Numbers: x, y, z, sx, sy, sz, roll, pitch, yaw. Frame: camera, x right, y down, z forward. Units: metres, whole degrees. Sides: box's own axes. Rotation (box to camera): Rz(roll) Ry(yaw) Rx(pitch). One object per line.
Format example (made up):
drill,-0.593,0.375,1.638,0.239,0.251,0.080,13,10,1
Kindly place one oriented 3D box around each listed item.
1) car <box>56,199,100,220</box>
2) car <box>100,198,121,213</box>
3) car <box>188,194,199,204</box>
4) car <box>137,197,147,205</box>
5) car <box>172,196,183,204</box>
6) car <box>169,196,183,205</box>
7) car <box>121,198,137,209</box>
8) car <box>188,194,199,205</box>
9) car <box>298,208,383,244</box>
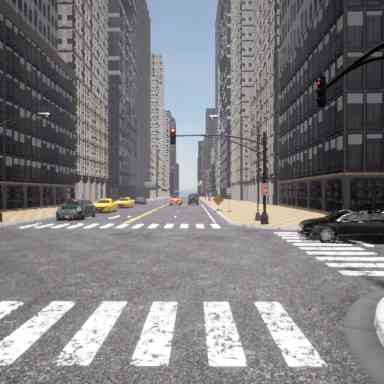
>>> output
car,-9.766,1.374,28.275,2.097,1.767,4.553,0,0,0
car,-9.741,1.516,37.462,1.882,1.535,5.008,0,0,0
car,0.282,1.361,70.401,2.150,2.045,5.566,0,0,0
car,-9.585,1.655,61.939,2.033,1.411,5.357,0,0,1
car,-2.971,1.633,70.170,2.128,1.511,4.902,0,0,0
car,-2.971,1.452,59.982,2.097,1.767,4.553,0,0,0
car,-9.703,1.540,47.847,1.882,1.535,5.008,0,0,0
car,0.279,1.606,60.193,1.837,1.490,4.892,0,0,0
car,7.412,1.516,15.295,4.892,1.490,1.837,0,0,2
